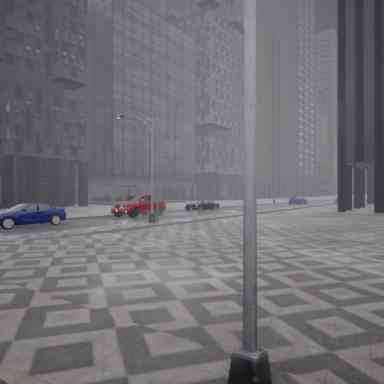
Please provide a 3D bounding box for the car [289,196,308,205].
[{"bbox_3d":[17.618,1.401,55.102,1.882,1.535,5.008,0,0,36],"label":"car"}]

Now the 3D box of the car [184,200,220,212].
[{"bbox_3d":[1.184,1.555,38.044,1.895,1.301,4.718,0,0,36],"label":"car"}]

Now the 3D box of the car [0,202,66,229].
[{"bbox_3d":[-10.745,1.458,21.743,1.882,1.535,5.008,0,0,36],"label":"car"}]

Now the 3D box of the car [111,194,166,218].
[{"bbox_3d":[-4.672,1.188,30.048,2.150,2.045,5.566,0,0,36],"label":"car"}]
